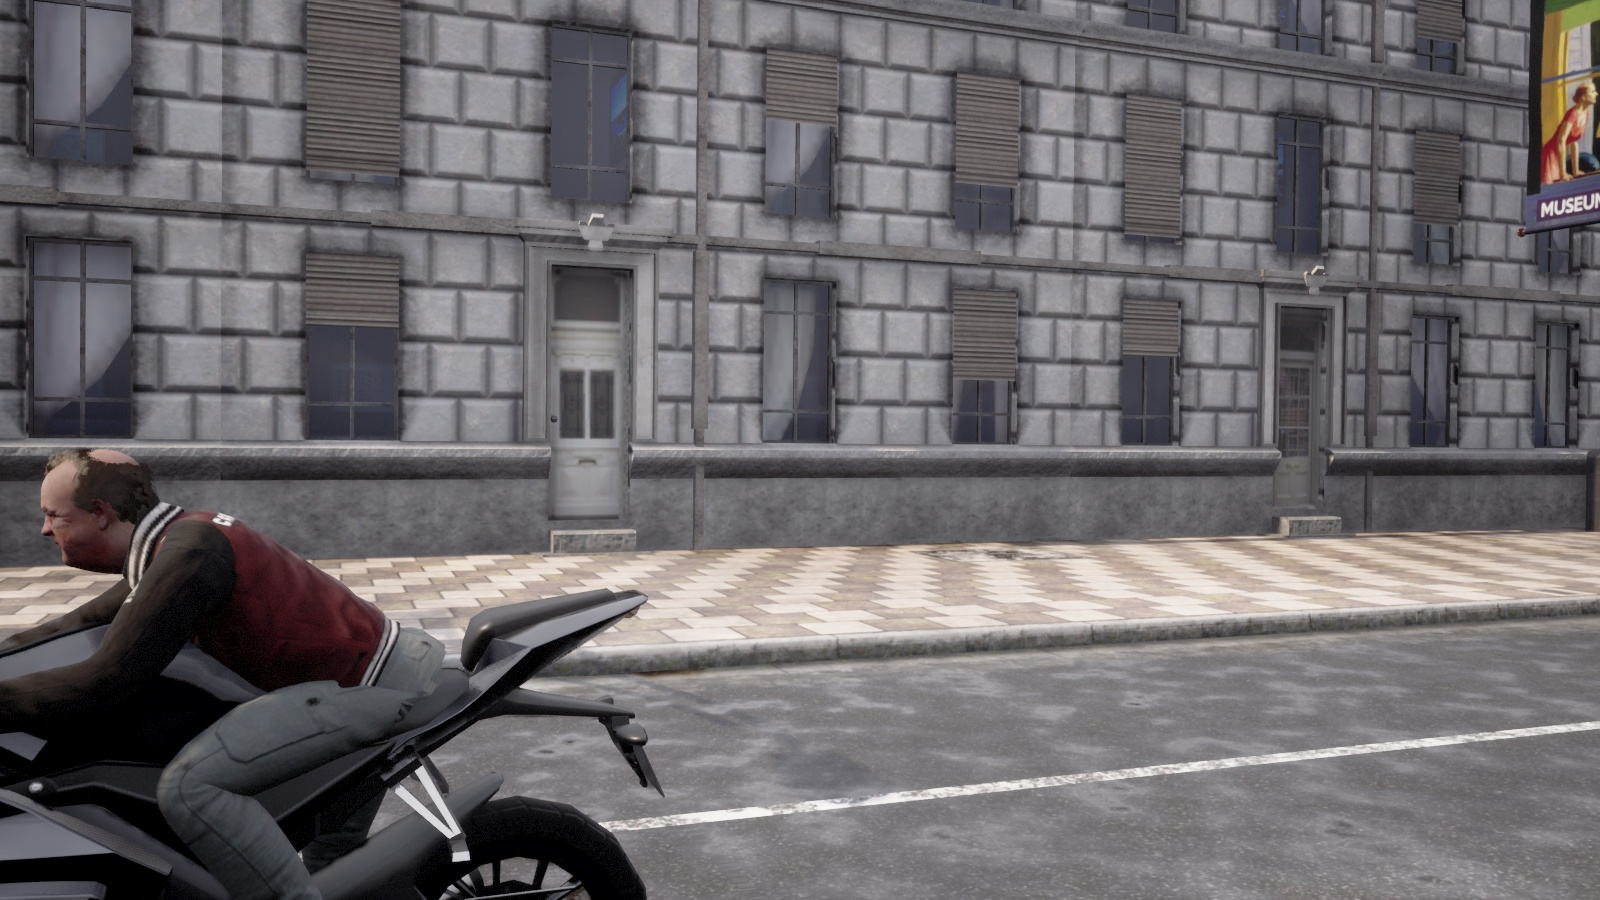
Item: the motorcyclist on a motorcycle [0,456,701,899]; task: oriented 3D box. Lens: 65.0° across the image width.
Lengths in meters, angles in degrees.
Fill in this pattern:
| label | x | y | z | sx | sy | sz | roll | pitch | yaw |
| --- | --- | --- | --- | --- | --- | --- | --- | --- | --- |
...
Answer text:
| label | x | y | z | sx | sy | sz | roll | pitch | yaw |
| --- | --- | --- | --- | --- | --- | --- | --- | --- | --- |
| motorcyclist on a motorcycle | -1.392 | 0.804 | 2.711 | 2.191 | 1.530 | 0.866 | -1 | 1 | -21 |
